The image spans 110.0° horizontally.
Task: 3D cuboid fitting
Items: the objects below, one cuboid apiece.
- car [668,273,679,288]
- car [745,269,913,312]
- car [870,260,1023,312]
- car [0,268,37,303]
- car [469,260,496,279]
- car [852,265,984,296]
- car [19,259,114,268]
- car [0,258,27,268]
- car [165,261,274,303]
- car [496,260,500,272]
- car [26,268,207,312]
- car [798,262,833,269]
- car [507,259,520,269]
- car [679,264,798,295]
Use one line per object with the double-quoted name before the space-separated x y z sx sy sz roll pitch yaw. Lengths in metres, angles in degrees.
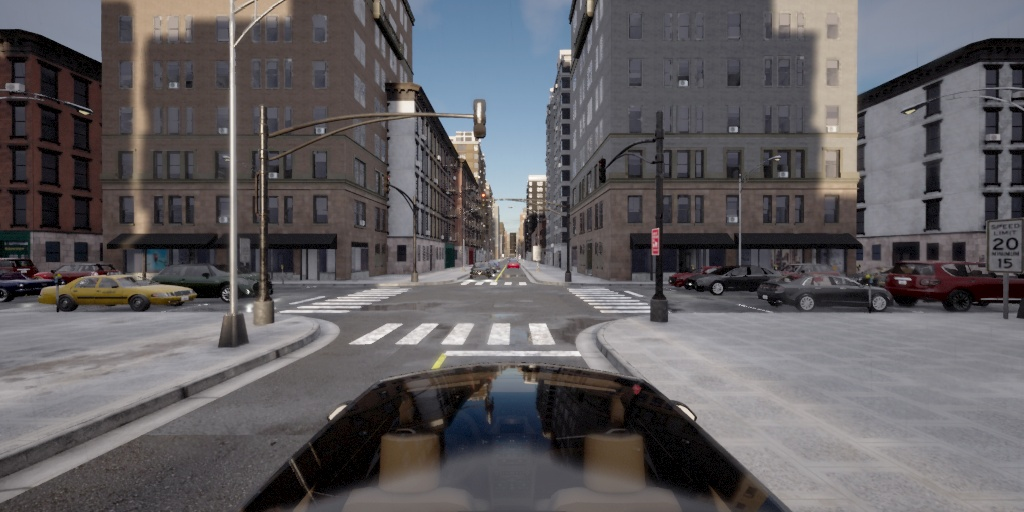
"car" 11.816 1.281 21.631 4.507 1.381 1.888 0 0 0
"car" 11.790 1.325 13.606 4.403 1.370 2.007 0 0 0
"car" 17.200 1.091 13.589 5.009 1.841 2.192 0 0 0
"car" -23.369 1.355 16.250 4.718 1.301 1.895 0 0 0
"car" -2.779 1.260 33.003 1.837 1.490 4.892 0 0 0
"car" 21.400 1.256 19.061 4.892 1.490 1.837 0 0 0
"car" -26.353 1.167 21.751 4.097 1.591 1.967 0 0 0
"car" -32.015 1.041 21.769 5.009 1.841 2.192 0 0 0
"car" -13.492 1.108 16.259 4.553 1.767 2.097 0 0 -1
"car" -2.756 1.306 42.800 2.033 1.411 5.357 0 0 0
"car" -14.885 1.294 13.690 4.829 1.417 1.751 0 0 0
"car" 17.225 1.177 21.614 4.097 1.591 1.967 0 0 0
"car" 0.229 1.330 58.334 1.994 1.385 4.181 0 0 0
"car" 11.918 1.253 19.088 4.892 1.490 1.837 0 0 0
